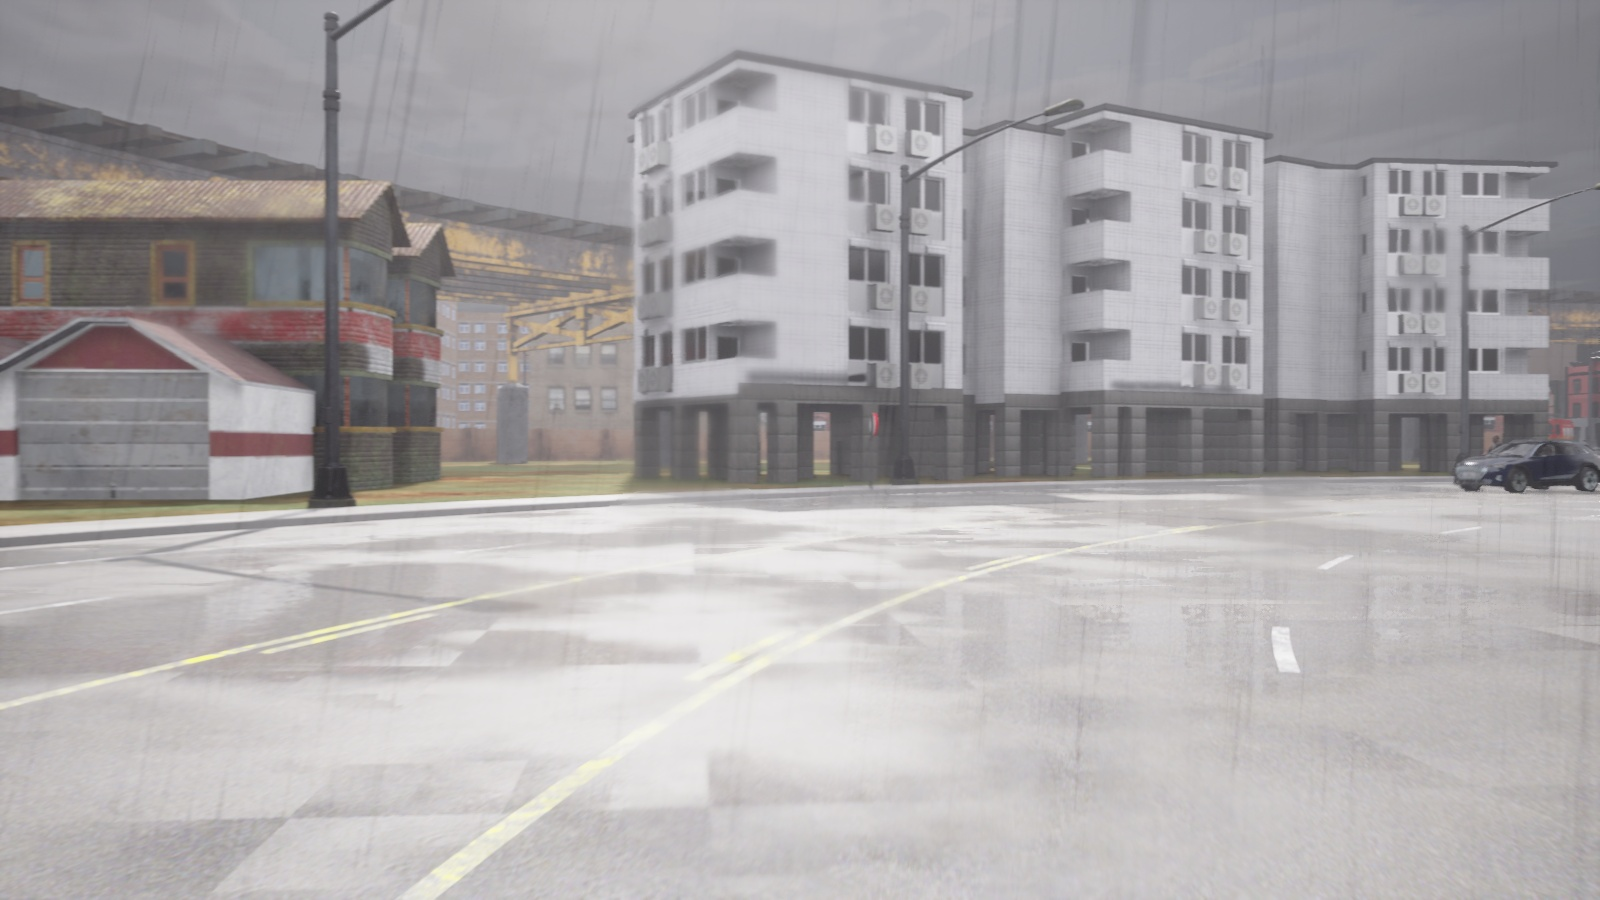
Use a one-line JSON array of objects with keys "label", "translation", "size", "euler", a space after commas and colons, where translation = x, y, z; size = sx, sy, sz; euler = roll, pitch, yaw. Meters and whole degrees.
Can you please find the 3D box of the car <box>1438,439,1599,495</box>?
[{"label": "car", "translation": [22.400, 0.502, 38.783], "size": [4.856, 1.649, 2.033], "euler": [0, 0, -20]}]
